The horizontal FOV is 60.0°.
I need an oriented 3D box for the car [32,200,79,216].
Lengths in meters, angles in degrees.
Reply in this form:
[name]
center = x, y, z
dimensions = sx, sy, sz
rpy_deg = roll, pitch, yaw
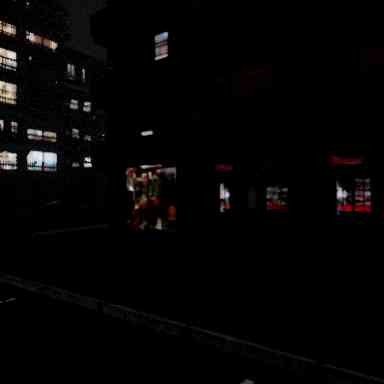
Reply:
[car]
center = -12.633, 1.456, 31.004
dimensions = 1.947, 1.339, 4.313
rpy_deg = 0, 1, 35
